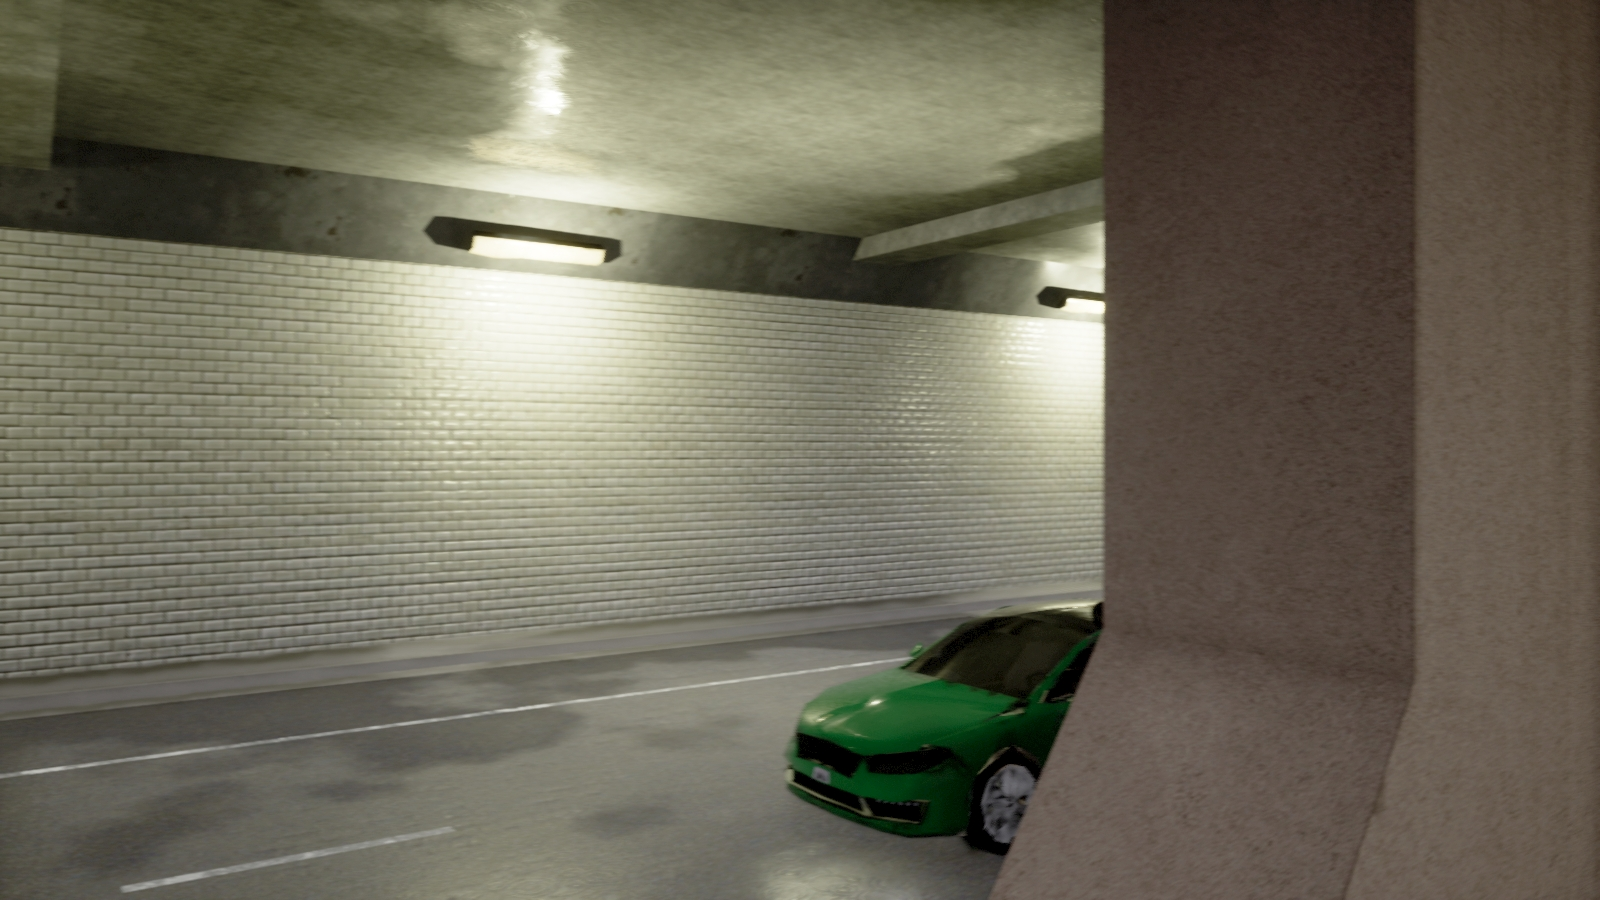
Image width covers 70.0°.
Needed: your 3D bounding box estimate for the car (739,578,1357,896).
[{"bbox_3d":[2.174,2.060,9.465,4.892,1.480,2.231,0,0,-34],"label":"car"}]
